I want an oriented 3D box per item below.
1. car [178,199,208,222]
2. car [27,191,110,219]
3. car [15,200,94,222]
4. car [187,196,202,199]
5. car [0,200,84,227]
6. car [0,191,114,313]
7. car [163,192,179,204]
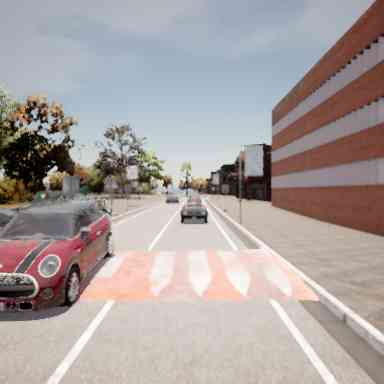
[{"bbox_3d":[0.172,1.427,24.498,1.895,1.301,4.718,0,0,1],"label":"car"},{"bbox_3d":[-9.480,0.970,26.007,5.566,2.045,2.435,0,1,0],"label":"car"},{"bbox_3d":[-9.492,1.289,23.185,4.674,1.452,2.002,0,1,0],"label":"car"},{"bbox_3d":[0.291,1.238,41.681,1.994,1.385,4.181,0,1,0],"label":"car"},{"bbox_3d":[-9.475,1.276,20.357,5.008,1.535,2.097,0,1,0],"label":"car"},{"bbox_3d":[-3.339,1.131,7.836,2.097,1.767,4.553,0,6,0],"label":"car"},{"bbox_3d":[-3.024,1.132,52.121,1.994,1.385,4.181,0,0,1],"label":"car"}]
